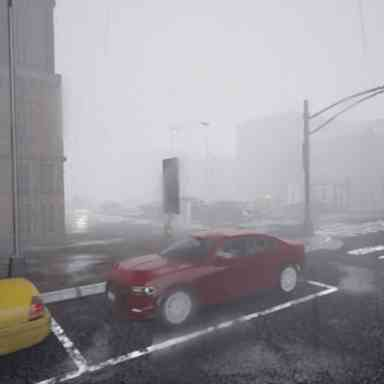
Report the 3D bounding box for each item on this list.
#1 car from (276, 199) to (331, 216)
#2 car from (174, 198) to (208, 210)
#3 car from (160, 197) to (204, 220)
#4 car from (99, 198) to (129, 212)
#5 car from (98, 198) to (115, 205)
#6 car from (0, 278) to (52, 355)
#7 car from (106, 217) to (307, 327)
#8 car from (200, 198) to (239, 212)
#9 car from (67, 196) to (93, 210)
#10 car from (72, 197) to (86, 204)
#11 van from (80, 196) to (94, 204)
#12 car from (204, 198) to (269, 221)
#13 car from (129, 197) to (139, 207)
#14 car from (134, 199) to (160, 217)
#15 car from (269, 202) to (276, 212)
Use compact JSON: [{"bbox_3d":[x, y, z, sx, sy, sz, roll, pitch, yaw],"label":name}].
[{"bbox_3d":[9.863,1.307,28.822,1.947,1.339,4.313,-3,1,-36],"label":"car"},{"bbox_3d":[-0.169,1.497,42.499,2.008,1.369,4.403,-3,1,-36],"label":"car"},{"bbox_3d":[-0.236,1.340,28.465,2.192,1.841,5.009,-3,1,-36],"label":"car"},{"bbox_3d":[-10.258,1.781,42.145,2.008,1.369,4.403,-3,1,-36],"label":"car"},{"bbox_3d":[-16.884,1.871,65.295,1.802,1.307,4.206,-3,1,-36],"label":"car"},{"bbox_3d":[-4.184,1.550,3.589,4.829,1.417,1.752,-1,0,-35],"label":"car"},{"bbox_3d":[0.483,1.471,6.885,4.507,1.381,1.887,-1,0,-35],"label":"car"},{"bbox_3d":[3.073,1.405,38.076,1.752,1.417,4.829,-3,1,-36],"label":"car"},{"bbox_3d":[-16.953,1.683,51.261,2.192,1.841,5.009,-3,1,-36],"label":"car"},{"bbox_3d":[-26.915,2.040,78.972,1.887,1.381,4.507,-3,1,-36],"label":"car"},{"bbox_3d":[-23.580,1.768,74.411,1.690,1.788,3.998,-3,1,-36],"label":"van"},{"bbox_3d":[3.112,1.397,23.908,1.967,1.590,4.097,-3,1,-36],"label":"car"},{"bbox_3d":[-10.203,1.592,56.175,1.967,1.590,4.097,-3,1,-36],"label":"car"},{"bbox_3d":[-3.571,1.644,33.028,2.008,1.369,4.403,-3,1,-36],"label":"car"},{"bbox_3d":[6.417,1.337,33.517,1.752,1.417,4.829,-3,1,-36],"label":"car"}]
